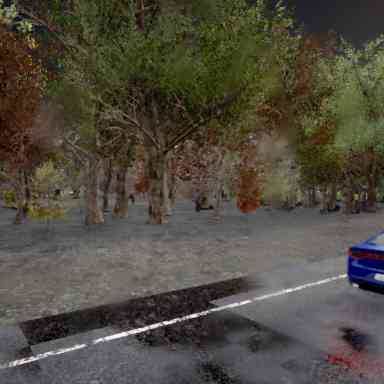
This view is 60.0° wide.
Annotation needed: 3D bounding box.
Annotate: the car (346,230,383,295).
[{"bbox_3d":[5.621,1.481,7.741,5.008,1.535,1.882,0,0,-35],"label":"car"}]
